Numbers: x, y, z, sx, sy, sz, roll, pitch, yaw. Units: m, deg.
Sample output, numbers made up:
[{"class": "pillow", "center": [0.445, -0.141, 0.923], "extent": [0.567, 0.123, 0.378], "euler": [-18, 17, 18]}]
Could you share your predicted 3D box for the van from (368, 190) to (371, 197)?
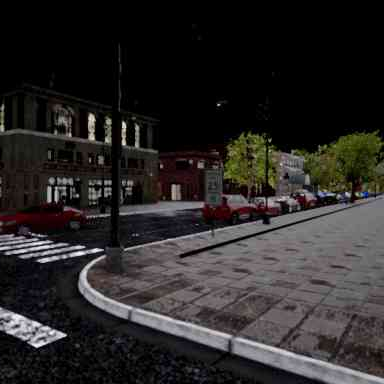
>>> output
[{"class": "van", "center": [40.260, 0.293, 77.029], "extent": [1.690, 1.788, 3.998], "euler": [2, 2, 34]}]

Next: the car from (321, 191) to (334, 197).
[{"class": "car", "center": [33.341, 0.422, 81.764], "extent": [2.008, 1.369, 4.403], "euler": [2, 2, 34]}]

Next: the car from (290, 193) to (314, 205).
[{"class": "car", "center": [14.920, 0.961, 44.790], "extent": [1.812, 1.442, 4.674], "euler": [1, 1, 35]}]

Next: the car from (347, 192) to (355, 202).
[{"class": "car", "center": [23.635, 0.682, 52.082], "extent": [2.097, 1.767, 4.553], "euler": [1, 1, 34]}]

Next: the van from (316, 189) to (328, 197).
[{"class": "van", "center": [30.206, 0.282, 77.189], "extent": [1.690, 1.788, 3.998], "euler": [2, 2, 34]}]

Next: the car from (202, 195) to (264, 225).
[{"class": "car", "center": [2.618, 1.086, 22.190], "extent": [2.192, 1.841, 5.009], "euler": [1, 2, 34]}]

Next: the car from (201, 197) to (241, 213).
[{"class": "car", "center": [2.977, 1.206, 32.967], "extent": [1.895, 1.301, 4.718], "euler": [1, 1, 34]}]

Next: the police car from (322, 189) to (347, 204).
[{"class": "police car", "center": [19.769, 0.839, 46.415], "extent": [1.930, 1.638, 5.238], "euler": [1, 1, 34]}]

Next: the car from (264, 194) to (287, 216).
[{"class": "car", "center": [5.754, 1.144, 26.763], "extent": [1.967, 1.590, 4.097], "euler": [1, 2, 34]}]

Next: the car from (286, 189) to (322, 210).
[{"class": "car", "center": [12.030, 0.885, 35.901], "extent": [2.192, 1.841, 5.009], "euler": [1, 2, 34]}]

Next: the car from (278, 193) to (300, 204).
[{"class": "car", "center": [14.600, 0.894, 49.725], "extent": [1.812, 1.442, 4.674], "euler": [1, 1, 34]}]

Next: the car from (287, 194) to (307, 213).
[{"class": "car", "center": [8.890, 1.188, 31.336], "extent": [2.008, 1.369, 4.403], "euler": [1, 2, 34]}]

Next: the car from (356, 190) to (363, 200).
[{"class": "car", "center": [30.847, 0.742, 63.324], "extent": [1.802, 1.307, 4.206], "euler": [2, 2, 34]}]

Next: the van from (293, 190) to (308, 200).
[{"class": "van", "center": [20.796, 0.490, 63.480], "extent": [1.690, 1.788, 3.998], "euler": [2, 2, 34]}]

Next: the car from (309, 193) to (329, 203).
[{"class": "car", "center": [19.924, 0.850, 52.179], "extent": [1.812, 1.442, 4.674], "euler": [1, 1, 34]}]

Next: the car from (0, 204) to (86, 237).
[{"class": "car", "center": [-7.757, 1.360, 17.330], "extent": [1.812, 1.442, 4.674], "euler": [1, 1, 34]}]

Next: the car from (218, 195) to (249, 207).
[{"class": "car", "center": [5.110, 1.055, 40.637], "extent": [1.947, 1.339, 4.313], "euler": [2, 2, 34]}]

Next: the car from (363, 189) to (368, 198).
[{"class": "car", "center": [34.081, 0.614, 68.033], "extent": [1.752, 1.417, 4.829], "euler": [2, 2, 34]}]
